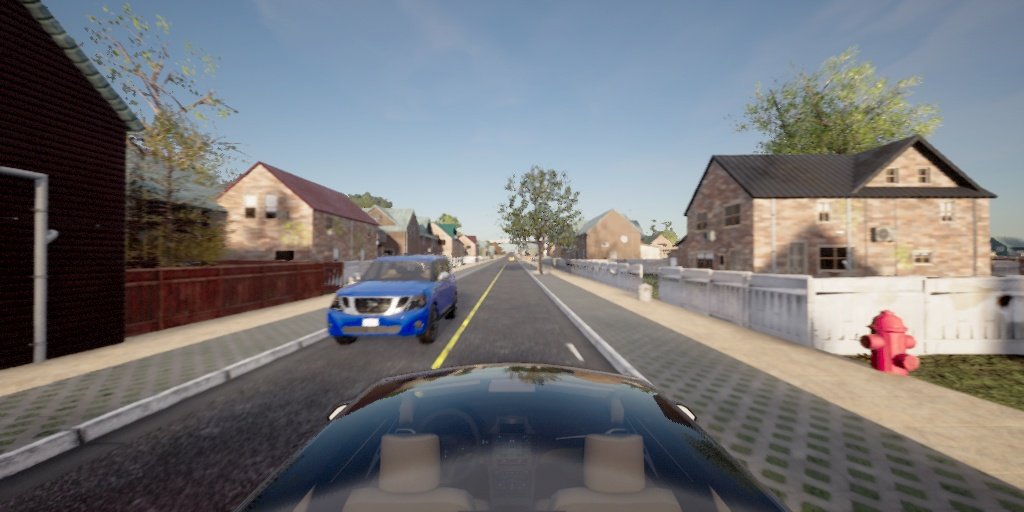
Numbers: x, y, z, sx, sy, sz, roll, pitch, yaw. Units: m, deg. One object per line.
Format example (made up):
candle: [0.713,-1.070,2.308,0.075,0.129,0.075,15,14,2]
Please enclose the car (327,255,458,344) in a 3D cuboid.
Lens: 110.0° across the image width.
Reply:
car: [-2.850,0.976,9.930,2.150,2.045,5.566,0,0,0]
